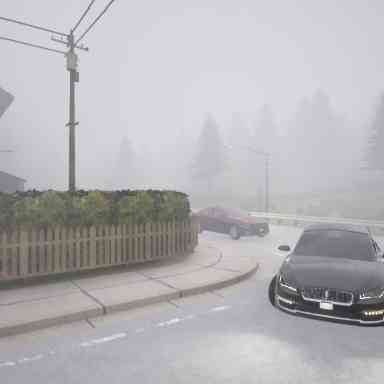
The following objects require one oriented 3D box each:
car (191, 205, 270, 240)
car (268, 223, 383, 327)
[{"bbox_3d":[1.851,1.478,17.428,1.882,1.535,5.008,0,0,-33],"label":"car"},{"bbox_3d":[3.151,1.505,7.292,1.837,1.490,4.892,0,0,27],"label":"car"}]
